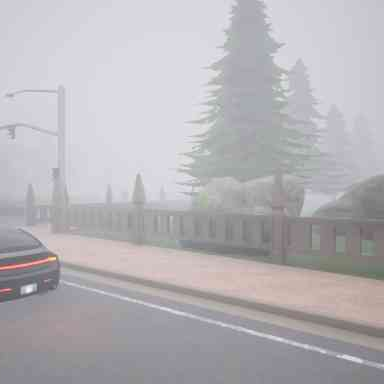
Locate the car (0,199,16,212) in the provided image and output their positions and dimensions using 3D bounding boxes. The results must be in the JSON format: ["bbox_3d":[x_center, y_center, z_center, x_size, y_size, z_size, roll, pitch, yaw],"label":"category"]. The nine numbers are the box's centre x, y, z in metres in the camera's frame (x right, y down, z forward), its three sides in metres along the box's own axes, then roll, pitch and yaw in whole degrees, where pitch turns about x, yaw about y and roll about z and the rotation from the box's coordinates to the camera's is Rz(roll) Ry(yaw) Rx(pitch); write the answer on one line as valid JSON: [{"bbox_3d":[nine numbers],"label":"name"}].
[{"bbox_3d":[-22.604,1.564,37.772,1.994,1.385,4.181,0,0,36],"label":"car"}]

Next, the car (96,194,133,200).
[{"bbox_3d":[-12.138,1.479,52.384,1.837,1.490,4.892,0,1,36],"label":"car"}]

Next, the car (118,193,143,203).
[{"bbox_3d":[-11.915,1.151,64.705,1.837,1.490,4.892,0,3,36],"label":"car"}]

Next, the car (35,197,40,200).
[{"bbox_3d":[-23.686,1.504,48.268,1.837,1.490,4.892,0,0,36],"label":"car"}]

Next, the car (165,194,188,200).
[{"bbox_3d":[-1.827,1.322,54.470,2.033,1.411,5.357,0,2,35],"label":"car"}]

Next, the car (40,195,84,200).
[{"bbox_3d":[-17.500,1.525,44.882,1.812,1.442,4.674,0,0,36],"label":"car"}]

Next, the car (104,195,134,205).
[{"bbox_3d":[-12.634,1.383,57.707,2.128,1.511,4.902,0,2,36],"label":"car"}]

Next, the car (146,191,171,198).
[{"bbox_3d":[-5.973,0.844,60.983,2.150,2.045,5.566,0,3,36],"label":"car"}]

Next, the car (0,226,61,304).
[{"bbox_3d":[-4.919,1.505,7.445,4.892,1.490,1.837,0,0,36],"label":"car"}]

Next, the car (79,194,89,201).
[{"bbox_3d":[-18.492,1.491,49.508,2.128,1.511,4.902,0,0,36],"label":"car"}]

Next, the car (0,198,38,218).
[{"bbox_3d":[-16.147,1.525,28.421,1.812,1.442,4.674,0,0,36],"label":"car"}]

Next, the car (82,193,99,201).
[{"bbox_3d":[-17.985,1.197,56.227,2.150,2.045,5.566,0,1,36],"label":"car"}]
